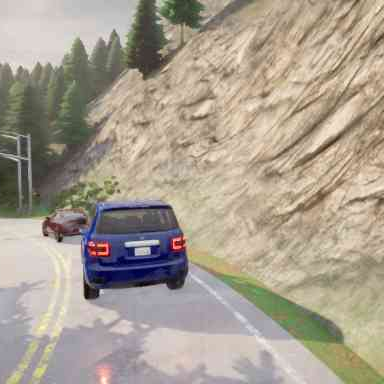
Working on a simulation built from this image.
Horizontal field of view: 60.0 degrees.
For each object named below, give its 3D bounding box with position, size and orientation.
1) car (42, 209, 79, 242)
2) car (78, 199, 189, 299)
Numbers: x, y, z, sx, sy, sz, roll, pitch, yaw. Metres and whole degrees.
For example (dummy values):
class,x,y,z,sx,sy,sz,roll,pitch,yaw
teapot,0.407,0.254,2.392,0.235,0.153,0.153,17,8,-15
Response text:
class,x,y,z,sx,sy,sz,roll,pitch,yaw
car,-6.267,1.593,16.880,1.812,1.442,4.674,-3,1,-35
car,-1.785,1.221,8.823,2.150,2.045,5.566,-1,0,-19
